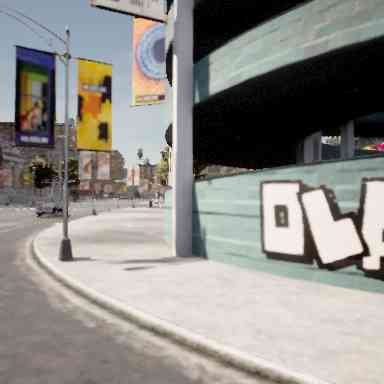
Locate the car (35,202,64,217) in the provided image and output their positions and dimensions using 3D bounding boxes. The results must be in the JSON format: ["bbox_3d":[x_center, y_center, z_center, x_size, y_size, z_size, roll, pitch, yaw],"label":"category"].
[{"bbox_3d":[-14.348,1.775,34.242,2.033,1.411,5.357,0,-1,-4],"label":"car"}]
